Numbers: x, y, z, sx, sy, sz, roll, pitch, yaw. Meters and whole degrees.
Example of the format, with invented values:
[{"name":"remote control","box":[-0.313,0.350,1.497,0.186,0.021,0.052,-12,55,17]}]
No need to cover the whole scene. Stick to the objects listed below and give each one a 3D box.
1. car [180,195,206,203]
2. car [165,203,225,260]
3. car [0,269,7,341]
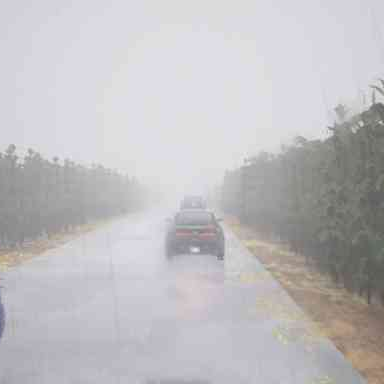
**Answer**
[{"name":"car","box":[0.092,1.040,27.698,2.097,1.767,4.553,0,0,0]},{"name":"car","box":[0.092,1.379,11.933,1.837,1.490,4.892,0,1,0]},{"name":"car","box":[-3.198,1.211,1.531,2.150,2.045,5.566,0,0,0]}]
